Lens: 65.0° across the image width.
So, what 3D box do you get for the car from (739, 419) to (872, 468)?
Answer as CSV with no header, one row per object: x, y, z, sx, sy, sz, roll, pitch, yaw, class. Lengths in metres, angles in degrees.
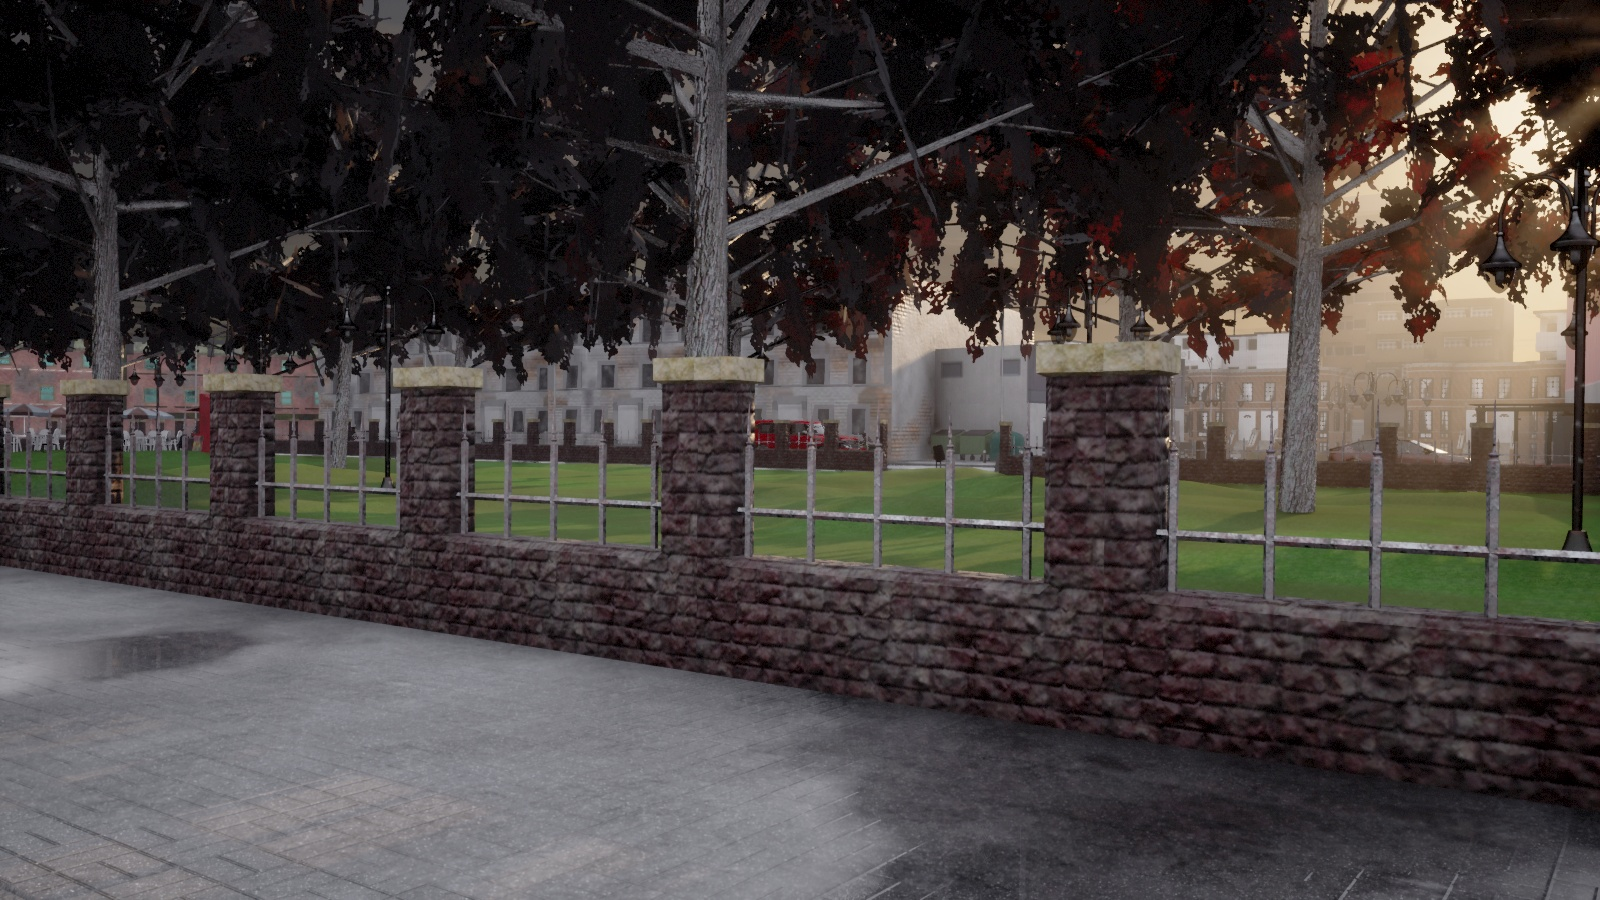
0.214,-0.300,54.780,5.566,2.045,2.150,0,1,35,car

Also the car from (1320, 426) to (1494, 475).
19.728,-0.006,40.903,4.792,1.488,2.163,0,1,36,car
